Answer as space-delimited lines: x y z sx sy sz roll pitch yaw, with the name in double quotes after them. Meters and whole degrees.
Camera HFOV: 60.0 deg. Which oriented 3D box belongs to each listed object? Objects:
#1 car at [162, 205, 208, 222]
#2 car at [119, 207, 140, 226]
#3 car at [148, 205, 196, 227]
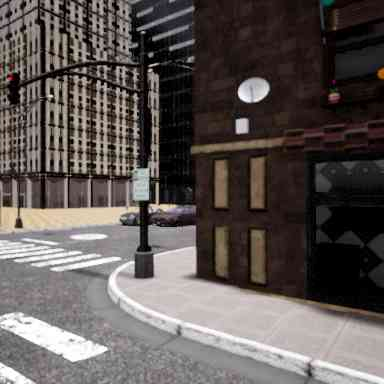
-0.559 1.907 30.553 2.008 1.369 4.403 -1 -2 35 "car"
-3.742 1.825 25.982 2.008 1.369 4.403 -1 -2 35 "car"
-0.825 1.828 25.395 2.033 1.411 5.357 0 -1 35 "car"
